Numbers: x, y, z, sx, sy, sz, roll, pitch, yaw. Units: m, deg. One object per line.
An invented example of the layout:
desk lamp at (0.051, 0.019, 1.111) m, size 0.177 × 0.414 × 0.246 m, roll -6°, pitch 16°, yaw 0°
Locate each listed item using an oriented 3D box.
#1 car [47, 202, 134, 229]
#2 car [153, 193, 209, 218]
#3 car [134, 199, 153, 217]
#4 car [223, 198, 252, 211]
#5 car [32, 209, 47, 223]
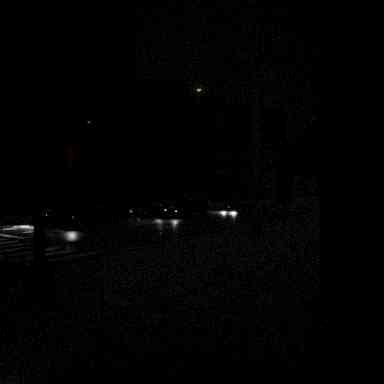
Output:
car at (-6.337, 1.419, 21.452) m, size 1.882 × 1.535 × 5.008 m, roll 0°, pitch 0°, yaw 34°
car at (-0.592, 1.121, 29.559) m, size 2.150 × 2.045 × 5.566 m, roll 0°, pitch 0°, yaw 35°
car at (-3.825, 1.402, 30.608) m, size 2.128 × 1.511 × 4.902 m, roll 0°, pitch 0°, yaw 35°
car at (5.175, 1.421, 37.664) m, size 1.994 × 1.385 × 4.181 m, roll 0°, pitch 0°, yaw 36°
car at (-8.940, 1.511, 23.388) m, size 1.994 × 1.385 × 4.181 m, roll 0°, pitch 0°, yaw 35°
